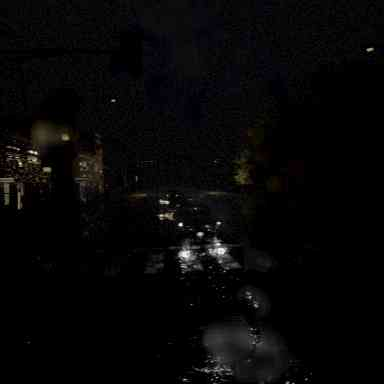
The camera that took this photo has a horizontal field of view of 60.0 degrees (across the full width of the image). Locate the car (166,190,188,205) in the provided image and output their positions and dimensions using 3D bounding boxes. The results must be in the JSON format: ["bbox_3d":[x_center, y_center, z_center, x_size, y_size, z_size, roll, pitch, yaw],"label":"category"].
[{"bbox_3d":[-1.453,0.797,33.229,2.033,1.411,5.357,-2,1,-5],"label":"car"}]

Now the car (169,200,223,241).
[{"bbox_3d":[0.123,1.236,14.741,1.895,1.301,4.718,-2,1,-5],"label":"car"}]
